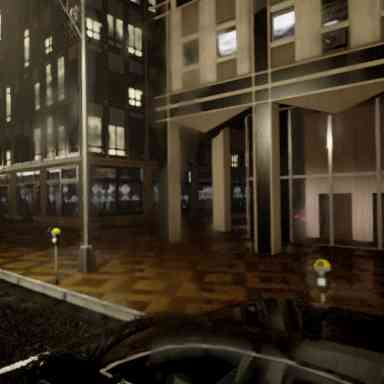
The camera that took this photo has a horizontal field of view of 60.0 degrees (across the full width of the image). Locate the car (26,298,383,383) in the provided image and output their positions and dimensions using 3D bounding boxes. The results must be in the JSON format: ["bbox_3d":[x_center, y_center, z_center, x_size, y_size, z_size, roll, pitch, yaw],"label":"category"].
[{"bbox_3d":[0.501,1.566,2.558,4.313,1.339,1.947,0,-1,36],"label":"car"}]
